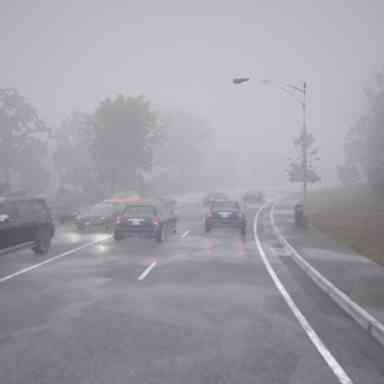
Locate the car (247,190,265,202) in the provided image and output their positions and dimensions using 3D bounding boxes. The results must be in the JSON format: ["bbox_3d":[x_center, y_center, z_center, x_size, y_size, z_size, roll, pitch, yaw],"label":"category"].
[{"bbox_3d":[7.188,0.428,37.949,1.895,1.301,4.718,0,3,20],"label":"car"}]

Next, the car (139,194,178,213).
[{"bbox_3d":[-2.889,1.001,29.934,1.895,1.301,4.718,0,3,15],"label":"car"}]

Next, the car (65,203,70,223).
[{"bbox_3d":[-8.530,1.361,20.542,1.994,1.385,4.181,0,2,9],"label":"car"}]

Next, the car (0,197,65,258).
[{"bbox_3d":[-6.414,1.206,10.425,2.150,2.045,5.566,0,1,5],"label":"car"}]

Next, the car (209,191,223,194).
[{"bbox_3d":[2.610,0.612,35.310,1.994,1.385,4.181,0,3,18],"label":"car"}]

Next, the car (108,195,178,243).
[{"bbox_3d":[-2.004,1.250,15.820,2.097,1.767,4.553,0,1,8],"label":"car"}]

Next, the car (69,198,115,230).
[{"bbox_3d":[-5.093,1.328,19.882,1.812,1.442,4.674,0,2,10],"label":"car"}]

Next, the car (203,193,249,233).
[{"bbox_3d":[2.015,1.155,18.872,2.097,1.767,4.553,0,2,10],"label":"car"}]

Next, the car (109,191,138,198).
[{"bbox_3d":[-6.360,0.767,30.521,2.097,1.767,4.553,0,3,15],"label":"car"}]
